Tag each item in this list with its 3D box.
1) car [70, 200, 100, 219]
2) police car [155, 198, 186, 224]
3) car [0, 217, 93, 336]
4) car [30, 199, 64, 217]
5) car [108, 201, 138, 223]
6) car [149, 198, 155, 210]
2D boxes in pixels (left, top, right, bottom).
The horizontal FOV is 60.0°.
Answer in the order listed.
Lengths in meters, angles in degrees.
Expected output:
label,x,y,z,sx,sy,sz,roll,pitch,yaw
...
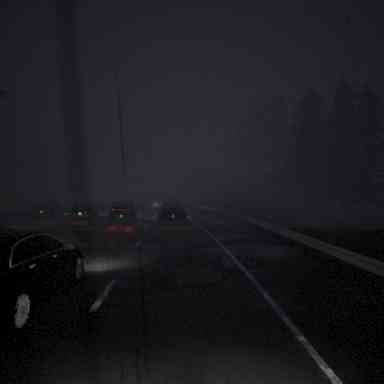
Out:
label,x,y,z,sx,sy,sz,roll,pitch,yaw
car,-9.111,1.454,28.439,1.837,1.490,4.892,0,0,-8
police car,-1.546,1.373,24.503,1.930,1.638,5.238,0,0,-7
car,-3.622,1.495,6.598,1.837,1.490,4.892,0,0,-2
car,-12.876,1.476,29.944,1.812,1.442,4.674,0,0,-9
car,-5.134,1.443,25.073,2.128,1.511,4.902,0,0,-7
car,-4.190,1.441,40.968,1.812,1.442,4.674,0,0,-11
